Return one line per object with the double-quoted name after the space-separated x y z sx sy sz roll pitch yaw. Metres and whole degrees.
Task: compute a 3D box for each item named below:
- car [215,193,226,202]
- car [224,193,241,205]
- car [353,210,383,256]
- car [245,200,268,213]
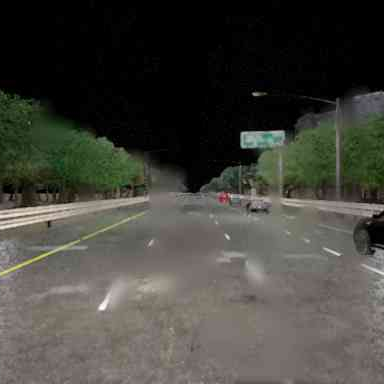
7.281 1.174 76.900 2.150 2.045 5.566 0 0 0 "car"
7.189 1.459 56.852 2.128 1.511 4.902 0 0 0 "car"
7.010 1.223 9.919 2.150 2.045 5.566 0 0 0 "car"
7.096 1.555 36.865 1.994 1.385 4.181 0 0 0 "car"
